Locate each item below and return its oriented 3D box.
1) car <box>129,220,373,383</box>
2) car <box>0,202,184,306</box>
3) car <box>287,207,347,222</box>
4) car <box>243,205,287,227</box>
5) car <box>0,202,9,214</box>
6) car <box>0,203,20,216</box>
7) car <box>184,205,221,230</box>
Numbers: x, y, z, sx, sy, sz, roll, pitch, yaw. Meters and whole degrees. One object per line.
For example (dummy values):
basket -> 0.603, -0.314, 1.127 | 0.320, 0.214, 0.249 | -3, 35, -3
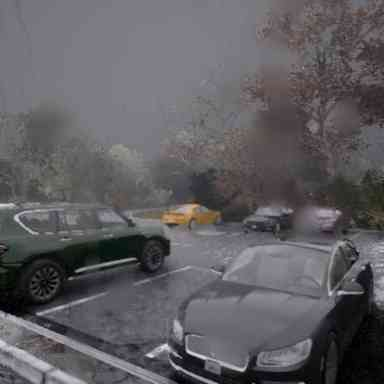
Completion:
car -> 1.616, 1.480, 5.298 | 2.231, 1.521, 4.892 | 0, 0, 36
car -> -2.932, 1.277, 8.576 | 2.435, 2.045, 5.566 | -1, 0, 36
car -> 6.933, 1.543, 17.570 | 2.002, 1.452, 4.674 | -1, 0, 36
car -> 4.667, 1.527, 19.193 | 2.097, 1.535, 5.008 | -1, 0, 36
car -> -25.589, 2.044, 40.833 | 2.097, 1.535, 5.008 | -1, -1, 36
car -> -23.032, 2.038, 38.995 | 2.002, 1.452, 4.674 | -1, -1, 36
car -> 0.132, 1.588, 22.423 | 2.097, 1.535, 5.008 | -1, -1, 36
